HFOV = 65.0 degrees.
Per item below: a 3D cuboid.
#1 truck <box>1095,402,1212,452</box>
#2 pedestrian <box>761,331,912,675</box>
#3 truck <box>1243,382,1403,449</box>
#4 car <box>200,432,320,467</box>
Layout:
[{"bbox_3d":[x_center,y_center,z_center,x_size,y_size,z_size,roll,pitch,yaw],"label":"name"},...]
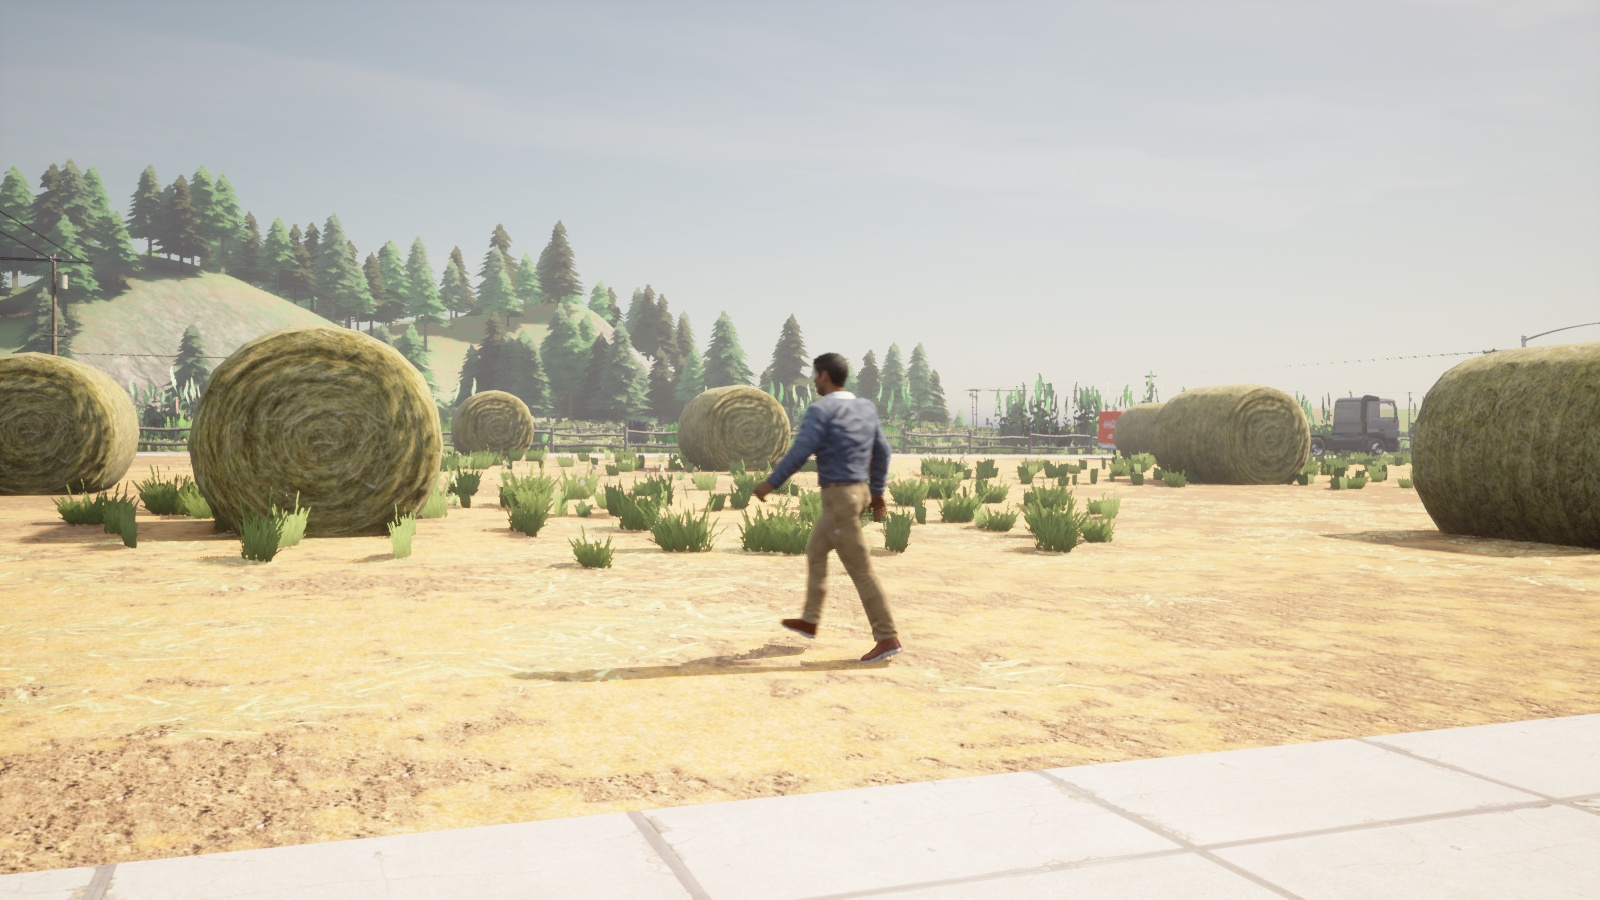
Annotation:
[{"bbox_3d":[18.161,-1.188,64.599,5.204,2.467,2.627,-1,1,-17],"label":"truck"},{"bbox_3d":[0.216,0.296,7.524,0.788,1.949,0.423,0,1,37],"label":"pedestrian"},{"bbox_3d":[28.181,-1.856,67.655,7.936,3.462,2.891,-1,1,-17],"label":"truck"},{"bbox_3d":[-23.769,-0.026,55.473,4.674,1.442,1.812,-1,1,-17],"label":"car"}]
